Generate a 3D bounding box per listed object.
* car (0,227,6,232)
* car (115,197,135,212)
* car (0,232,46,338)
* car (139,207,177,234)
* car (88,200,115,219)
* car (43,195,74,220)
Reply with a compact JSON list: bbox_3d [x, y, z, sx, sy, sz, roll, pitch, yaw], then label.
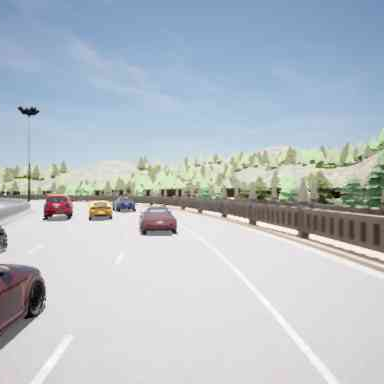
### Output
[{"bbox_3d":[-7.734,1.524,10.698,2.128,1.511,4.902,0,0,-6],"label":"car"},{"bbox_3d":[-8.282,1.393,40.117,2.097,1.767,4.553,0,0,-22],"label":"car"},{"bbox_3d":[-3.728,1.580,4.707,1.994,1.385,4.181,0,0,-3],"label":"car"},{"bbox_3d":[-2.074,1.577,19.555,1.994,1.385,4.181,0,0,-11],"label":"car"},{"bbox_3d":[-8.131,1.516,29.457,1.882,1.535,5.008,0,0,-17],"label":"car"},{"bbox_3d":[-11.746,1.274,29.460,2.150,2.045,5.566,0,0,-17],"label":"car"}]
